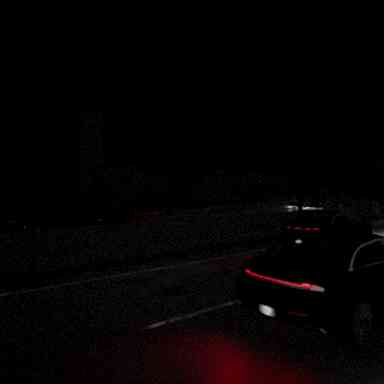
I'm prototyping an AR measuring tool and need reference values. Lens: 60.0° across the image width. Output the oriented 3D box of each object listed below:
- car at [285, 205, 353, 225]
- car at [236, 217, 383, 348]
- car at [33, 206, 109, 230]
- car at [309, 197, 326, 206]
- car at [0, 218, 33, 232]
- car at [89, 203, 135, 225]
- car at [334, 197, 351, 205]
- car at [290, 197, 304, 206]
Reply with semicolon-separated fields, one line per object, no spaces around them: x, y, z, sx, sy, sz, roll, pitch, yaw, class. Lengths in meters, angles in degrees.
5.455;1.487;13.161;4.902;1.511;2.128;0;0;-43;car
2.964;1.490;6.355;4.902;1.511;2.128;0;0;-39;car
-6.709;1.602;16.757;4.181;1.385;1.994;0;0;-39;car
18.374;1.486;48.580;1.837;1.490;4.892;0;1;25;car
-8.321;1.516;11.108;5.008;1.535;1.882;0;0;-36;car
-6.150;1.518;21.742;5.008;1.535;1.882;0;0;-42;car
19.708;1.466;43.443;2.128;1.511;4.902;0;0;28;car
17.200;1.518;54.469;1.812;1.442;4.674;0;0;23;car
